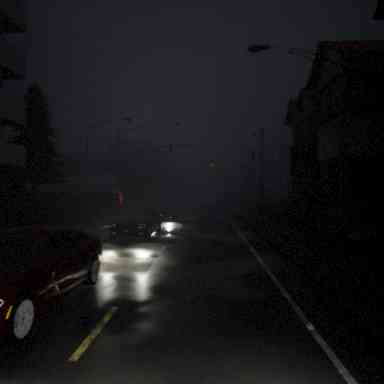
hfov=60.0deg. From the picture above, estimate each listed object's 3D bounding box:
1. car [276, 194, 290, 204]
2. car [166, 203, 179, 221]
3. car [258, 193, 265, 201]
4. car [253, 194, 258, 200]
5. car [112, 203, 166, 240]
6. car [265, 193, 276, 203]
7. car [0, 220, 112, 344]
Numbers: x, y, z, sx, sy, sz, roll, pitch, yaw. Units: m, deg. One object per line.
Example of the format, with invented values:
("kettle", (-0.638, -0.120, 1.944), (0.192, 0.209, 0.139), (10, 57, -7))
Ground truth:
("car", (17.480, 1.331, 58.790), (3.806, 1.475, 1.970), (0, 0, 3))
("car", (-2.183, 1.561, 26.752), (1.994, 1.385, 4.181), (0, 0, 3))
("car", (18.143, 1.164, 77.993), (3.866, 1.878, 1.905), (0, 0, 3))
("car", (17.880, 1.180, 80.916), (4.605, 1.855, 1.932), (0, 0, 3))
("car", (-2.759, 1.441, 17.077), (1.882, 1.535, 5.008), (0, 0, 3))
("car", (17.487, 1.247, 65.215), (5.027, 1.636, 2.152), (0, 0, 3))
("car", (-3.316, 1.446, 6.600), (1.882, 1.535, 5.008), (0, 0, 3))
